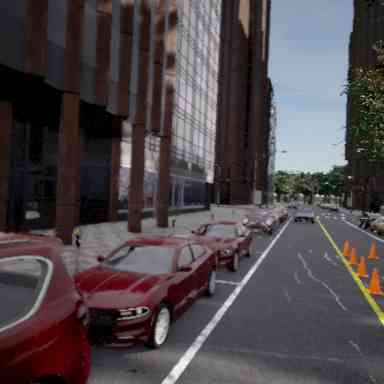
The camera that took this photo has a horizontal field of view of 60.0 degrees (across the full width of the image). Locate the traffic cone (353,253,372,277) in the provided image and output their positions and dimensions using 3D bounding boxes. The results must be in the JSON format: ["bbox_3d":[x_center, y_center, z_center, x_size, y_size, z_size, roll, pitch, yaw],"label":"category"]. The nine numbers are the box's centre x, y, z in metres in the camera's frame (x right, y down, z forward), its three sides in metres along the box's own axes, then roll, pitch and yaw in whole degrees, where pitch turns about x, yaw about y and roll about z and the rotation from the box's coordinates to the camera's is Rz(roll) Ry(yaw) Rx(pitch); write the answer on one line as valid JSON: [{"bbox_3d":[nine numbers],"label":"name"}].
[{"bbox_3d":[5.278,2.292,10.313,0.340,0.580,0.340,2,-1,19],"label":"traffic cone"}]

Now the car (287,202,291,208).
[{"bbox_3d":[9.770,2.247,37.508,1.967,1.590,4.097,2,-1,19],"label":"car"}]

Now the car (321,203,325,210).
[{"bbox_3d":[35.054,3.986,85.657,2.008,1.369,4.403,2,-1,19],"label":"car"}]

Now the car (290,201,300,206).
[{"bbox_3d":[23.513,3.152,78.100,2.192,1.841,5.009,2,-1,19],"label":"car"}]

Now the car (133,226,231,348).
[{"bbox_3d":[-0.729,1.575,6.501,1.887,1.381,4.507,2,-1,19],"label":"car"}]

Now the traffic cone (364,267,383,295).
[{"bbox_3d":[4.637,2.245,8.420,0.340,0.580,0.340,2,-1,19],"label":"traffic cone"}]

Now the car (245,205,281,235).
[{"bbox_3d":[4.523,1.858,22.005,1.967,1.590,4.097,2,-1,19],"label":"car"}]

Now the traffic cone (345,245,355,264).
[{"bbox_3d":[5.920,2.340,12.207,0.340,0.580,0.340,2,-1,19],"label":"traffic cone"}]

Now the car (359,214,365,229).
[{"bbox_3d":[16.082,2.577,29.603,1.947,1.339,4.313,2,-1,19],"label":"car"}]

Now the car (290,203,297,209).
[{"bbox_3d":[26.986,3.683,88.395,1.802,1.307,4.206,2,-1,19],"label":"car"}]

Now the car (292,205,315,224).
[{"bbox_3d":[11.511,2.398,34.057,2.033,1.411,5.357,2,-1,19],"label":"car"}]

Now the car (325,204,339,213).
[{"bbox_3d":[29.831,3.480,70.211,1.967,1.590,4.097,2,-1,19],"label":"car"}]

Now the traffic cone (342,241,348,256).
[{"bbox_3d":[6.560,2.387,14.101,0.340,0.580,0.340,2,-1,19],"label":"traffic cone"}]

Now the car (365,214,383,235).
[{"bbox_3d":[14.389,2.411,24.597,1.752,1.417,4.829,2,-1,19],"label":"car"}]

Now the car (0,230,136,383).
[{"bbox_3d":[-2.468,1.218,1.336,2.192,1.841,5.009,2,-1,19],"label":"car"}]

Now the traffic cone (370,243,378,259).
[{"bbox_3d":[7.507,2.426,13.780,0.340,0.580,0.340,2,-1,19],"label":"traffic cone"}]

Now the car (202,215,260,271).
[{"bbox_3d":[1.020,1.704,11.669,1.887,1.381,4.507,2,-1,19],"label":"car"}]

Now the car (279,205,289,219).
[{"bbox_3d":[8.016,2.222,32.339,1.887,1.381,4.507,2,-1,19],"label":"car"}]

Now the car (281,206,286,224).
[{"bbox_3d":[6.267,2.098,27.172,2.008,1.369,4.403,2,-1,19],"label":"car"}]
